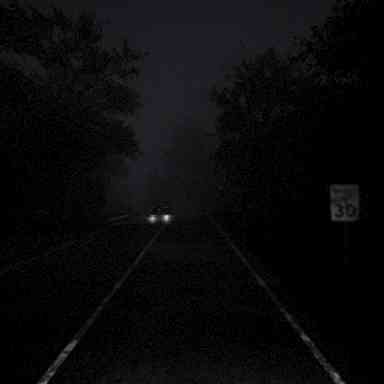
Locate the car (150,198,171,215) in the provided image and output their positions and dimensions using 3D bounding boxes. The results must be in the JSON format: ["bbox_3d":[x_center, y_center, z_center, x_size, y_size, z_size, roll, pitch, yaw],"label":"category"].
[{"bbox_3d":[-3.639,1.753,39.797,2.150,2.045,5.566,0,-3,0],"label":"car"}]
